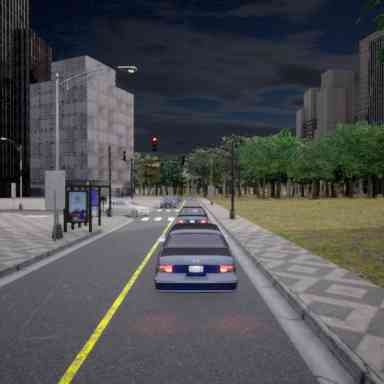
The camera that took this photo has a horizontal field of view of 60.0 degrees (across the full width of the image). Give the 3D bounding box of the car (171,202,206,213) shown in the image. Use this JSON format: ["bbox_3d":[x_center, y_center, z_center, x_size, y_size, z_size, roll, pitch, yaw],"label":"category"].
[{"bbox_3d":[0.050,1.538,19.322,2.033,1.411,5.357,0,0,1],"label":"car"}]

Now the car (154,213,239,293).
[{"bbox_3d":[0.080,1.545,8.987,2.033,1.411,5.357,0,0,0],"label":"car"}]

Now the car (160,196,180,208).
[{"bbox_3d":[-3.161,1.307,45.951,2.097,1.767,4.553,0,0,0],"label":"car"}]

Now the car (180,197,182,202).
[{"bbox_3d":[-3.167,1.429,56.256,2.128,1.511,4.902,0,0,0],"label":"car"}]

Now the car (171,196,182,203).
[{"bbox_3d":[-3.122,1.480,68.017,1.994,1.385,4.181,0,0,1],"label":"car"}]

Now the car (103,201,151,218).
[{"bbox_3d":[-5.973,1.509,30.288,4.674,1.442,1.812,0,-1,25],"label":"car"}]

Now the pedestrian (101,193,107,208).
[{"bbox_3d":[-10.138,1.050,38.174,0.375,1.860,0.375,0,0,1],"label":"pedestrian"}]
